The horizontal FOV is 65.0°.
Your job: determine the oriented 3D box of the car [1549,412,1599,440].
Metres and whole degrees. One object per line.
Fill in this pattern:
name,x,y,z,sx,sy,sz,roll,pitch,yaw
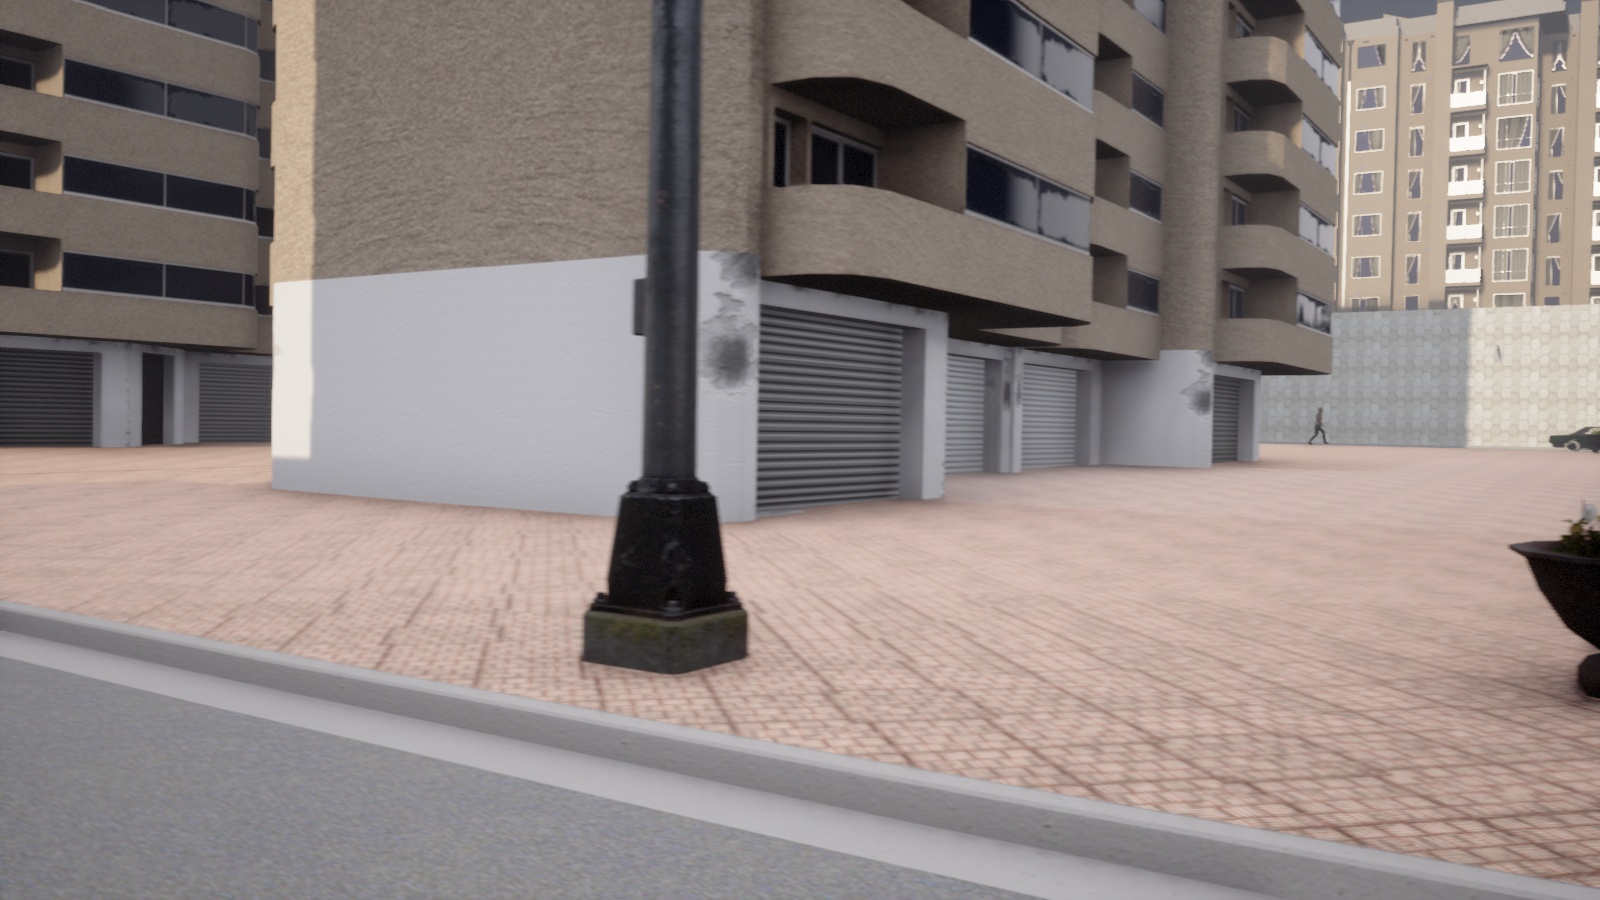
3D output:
car,38.791,-1.154,60.319,4.718,1.301,1.895,1,1,35

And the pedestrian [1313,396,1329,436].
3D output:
pedestrian,24.274,-1.583,58.548,0.634,1.846,0.331,1,1,32
